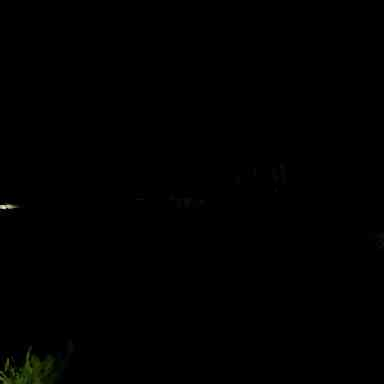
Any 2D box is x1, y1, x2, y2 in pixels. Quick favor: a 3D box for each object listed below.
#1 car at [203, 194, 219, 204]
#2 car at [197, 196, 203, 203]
[{"bbox_3d":[4.372,1.063,50.636,1.812,1.442,4.674,0,-3,44],"label":"car"},{"bbox_3d":[2.850,1.087,54.233,2.128,1.511,4.902,0,-2,44],"label":"car"}]
